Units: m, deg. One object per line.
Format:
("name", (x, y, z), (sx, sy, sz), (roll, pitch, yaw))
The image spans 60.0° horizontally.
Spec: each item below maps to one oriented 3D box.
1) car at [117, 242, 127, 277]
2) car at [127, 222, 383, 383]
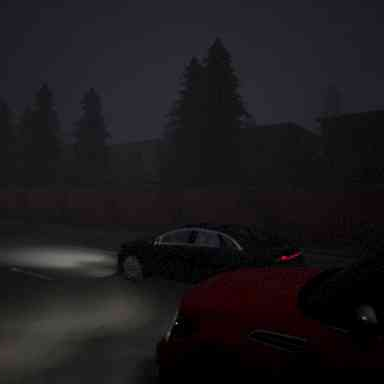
("car", (0.248, 1.500, 8.119), (4.902, 1.511, 2.128), (0, 0, 36))
("car", (2.312, 1.220, 2.343), (5.566, 2.045, 2.150), (0, 0, 36))
